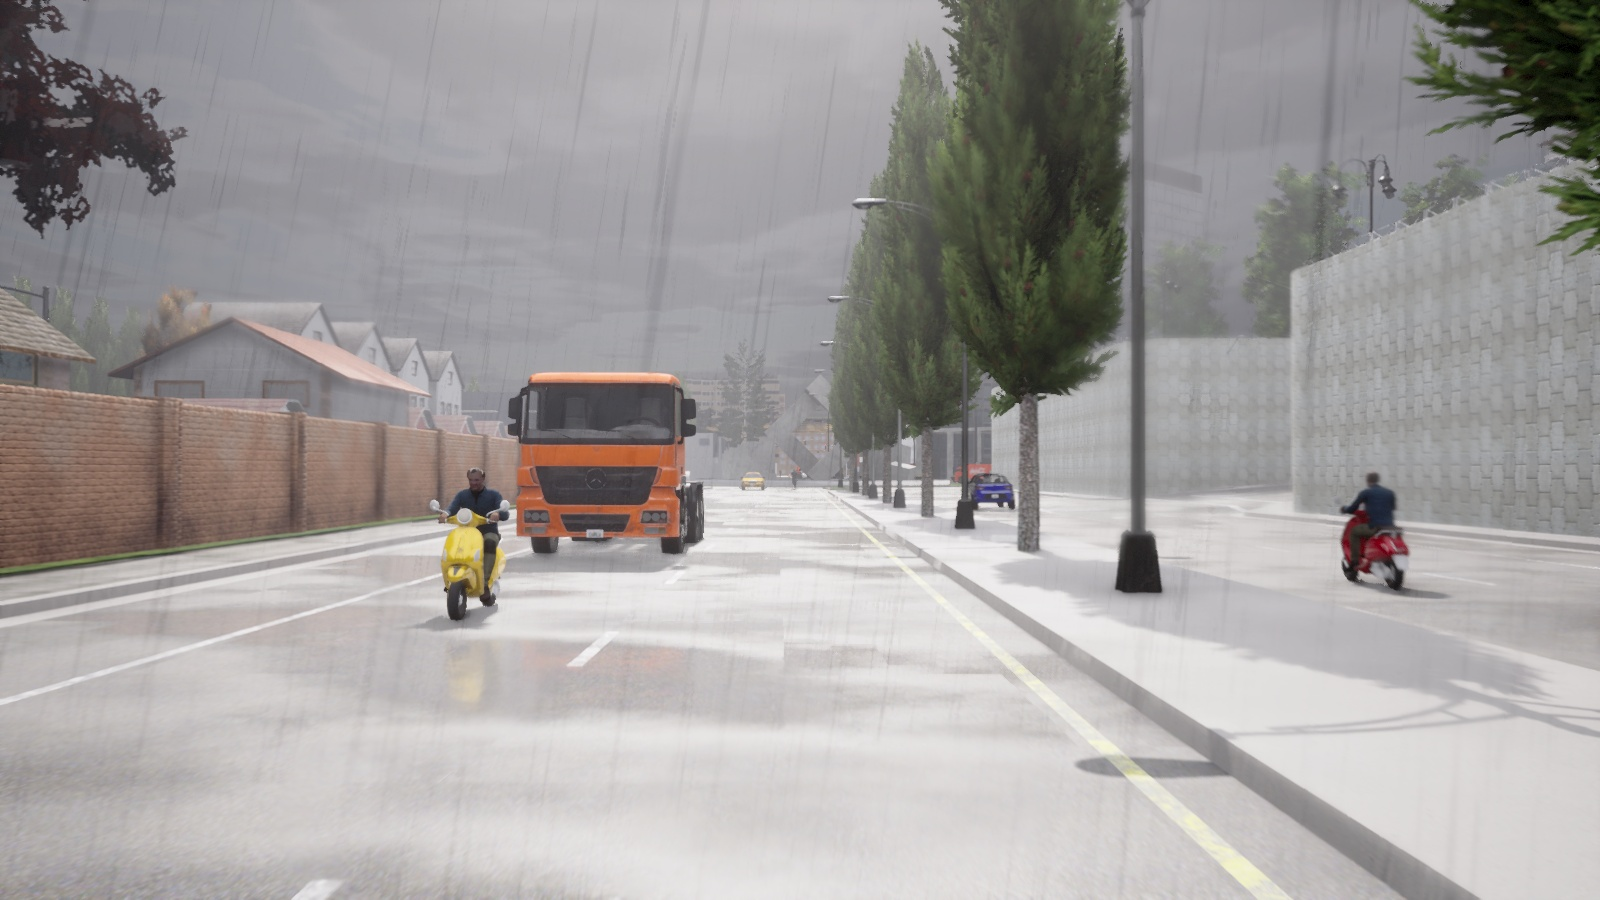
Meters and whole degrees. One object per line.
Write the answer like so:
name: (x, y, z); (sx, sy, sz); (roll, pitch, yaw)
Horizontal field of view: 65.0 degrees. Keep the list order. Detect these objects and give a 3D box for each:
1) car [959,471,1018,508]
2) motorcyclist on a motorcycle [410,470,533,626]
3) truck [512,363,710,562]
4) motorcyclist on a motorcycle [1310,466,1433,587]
car: (7.867, 1.641, 52.711); (1.816, 1.474, 4.193); (-1, -1, 0)
motorcyclist on a motorcycle: (-3.533, 1.011, 13.679); (0.866, 1.590, 1.817); (0, -1, 0)
truck: (-3.566, 0.279, 25.810); (2.891, 3.462, 7.936); (0, -1, 0)
motorcyclist on a motorcycle: (7.957, 1.031, 17.580); (0.866, 1.590, 1.817); (0, -1, 0)
